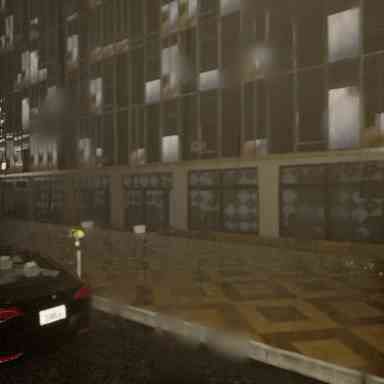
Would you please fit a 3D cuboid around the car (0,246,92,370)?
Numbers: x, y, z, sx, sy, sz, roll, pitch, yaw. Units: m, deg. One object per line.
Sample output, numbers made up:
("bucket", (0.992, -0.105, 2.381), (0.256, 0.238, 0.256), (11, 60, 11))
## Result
("car", (-3.406, 1.542, 5.315), (4.313, 1.339, 1.947), (0, 0, 36))
